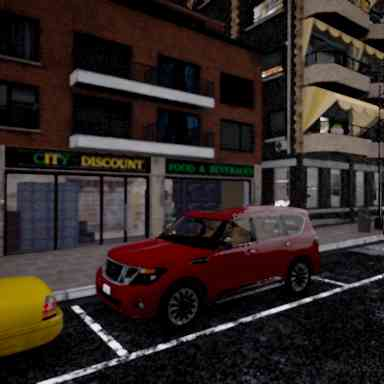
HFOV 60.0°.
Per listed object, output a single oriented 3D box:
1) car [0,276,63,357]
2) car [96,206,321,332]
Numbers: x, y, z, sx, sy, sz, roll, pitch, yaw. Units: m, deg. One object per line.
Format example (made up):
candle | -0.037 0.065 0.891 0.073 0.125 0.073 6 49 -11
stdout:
car | -4.046 1.535 3.663 4.829 1.417 1.752 -1 1 -35
car | 0.635 1.271 6.982 5.009 1.841 2.192 -1 1 -35
